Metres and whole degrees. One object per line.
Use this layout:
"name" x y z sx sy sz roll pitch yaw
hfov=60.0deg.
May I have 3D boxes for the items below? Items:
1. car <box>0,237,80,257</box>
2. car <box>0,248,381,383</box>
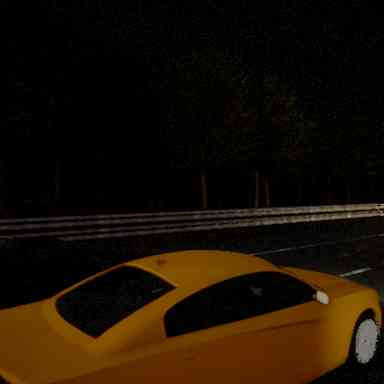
"car" -2.917 1.545 5.965 5.357 1.411 2.033 0 0 -35
"car" 0.343 1.472 3.991 5.008 1.535 1.882 0 0 -35
